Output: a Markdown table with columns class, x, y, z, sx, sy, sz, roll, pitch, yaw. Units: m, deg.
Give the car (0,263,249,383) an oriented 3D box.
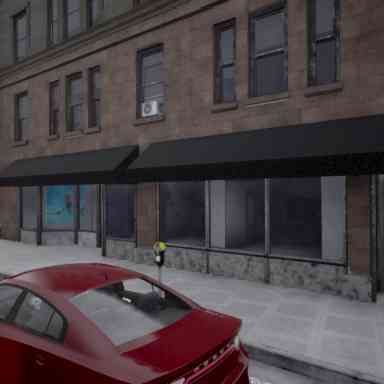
| class | x | y | z | sx | sy | sz | roll | pitch | yaw |
| --- | --- | --- | --- | --- | --- | --- | --- | --- | --- |
| car | -1.554 | 1.545 | 3.958 | 4.507 | 1.381 | 1.887 | 0 | 0 | 35 |
